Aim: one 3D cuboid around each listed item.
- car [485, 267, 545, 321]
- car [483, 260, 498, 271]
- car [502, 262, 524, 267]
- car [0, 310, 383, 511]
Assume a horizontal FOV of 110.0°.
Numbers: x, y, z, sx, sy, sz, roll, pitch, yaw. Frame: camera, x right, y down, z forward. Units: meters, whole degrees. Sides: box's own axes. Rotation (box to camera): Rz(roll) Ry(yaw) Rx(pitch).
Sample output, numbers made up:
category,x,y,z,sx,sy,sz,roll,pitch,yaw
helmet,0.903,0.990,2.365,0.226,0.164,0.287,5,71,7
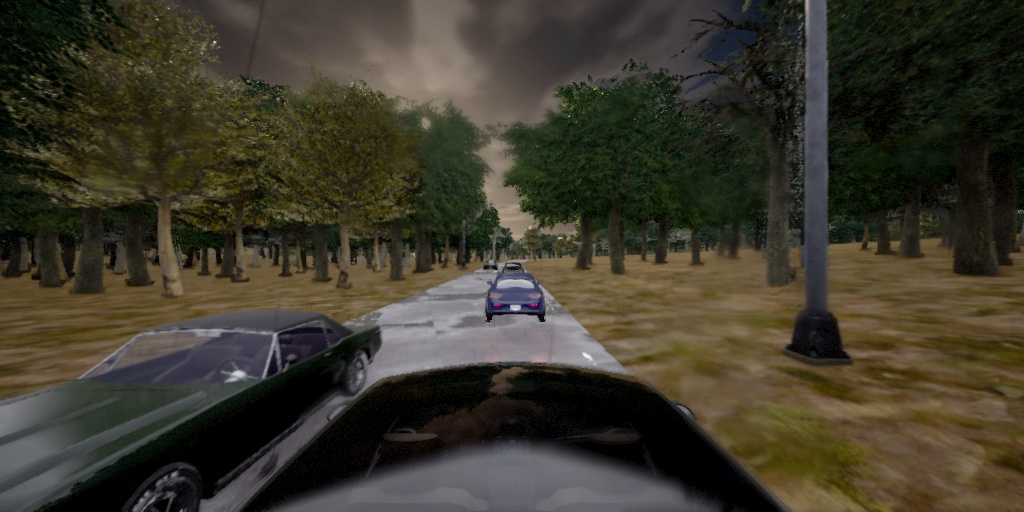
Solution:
category,x,y,z,sx,sy,sz,roll,pitch,yaw
car,0.099,1.279,12.341,1.812,1.442,4.674,0,0,0
car,-3.005,1.280,51.045,1.882,1.535,5.008,0,0,0
car,0.098,1.273,30.350,1.837,1.490,4.892,0,0,0
car,-3.100,1.351,3.794,1.895,1.301,4.718,0,0,0
